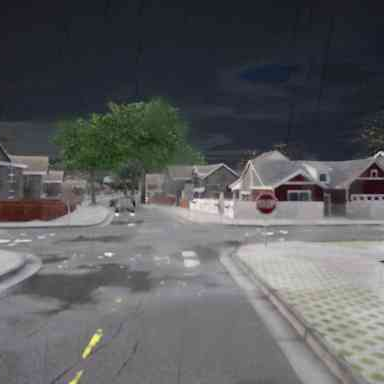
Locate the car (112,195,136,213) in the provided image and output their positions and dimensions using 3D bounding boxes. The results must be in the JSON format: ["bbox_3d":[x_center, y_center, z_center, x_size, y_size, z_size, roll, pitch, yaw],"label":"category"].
[{"bbox_3d":[-8.062,1.565,39.571,2.097,1.767,4.553,0,0,-15],"label":"car"}]

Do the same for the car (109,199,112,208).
[{"bbox_3d":[-12.665,1.842,54.860,2.033,1.411,5.357,0,0,-19],"label":"car"}]

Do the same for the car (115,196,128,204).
[{"bbox_3d":[-14.927,1.715,70.143,2.128,1.511,4.902,0,0,-17],"label":"car"}]

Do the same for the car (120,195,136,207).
[{"bbox_3d":[-11.623,1.523,60.333,2.150,2.045,5.566,0,0,-19],"label":"car"}]
